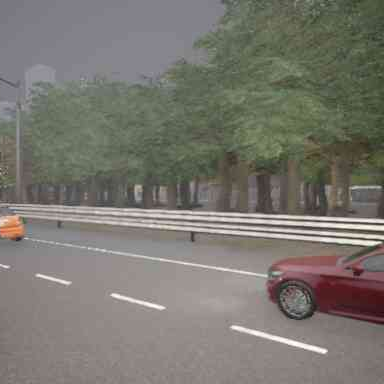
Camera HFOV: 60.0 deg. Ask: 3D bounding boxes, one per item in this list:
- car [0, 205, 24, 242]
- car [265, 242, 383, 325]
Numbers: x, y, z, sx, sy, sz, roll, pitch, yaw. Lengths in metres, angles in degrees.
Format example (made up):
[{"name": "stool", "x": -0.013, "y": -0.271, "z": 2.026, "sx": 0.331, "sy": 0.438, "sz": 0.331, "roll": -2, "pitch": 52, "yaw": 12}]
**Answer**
[{"name": "car", "x": -9.681, "y": 1.355, "z": 15.099, "sx": 4.553, "sy": 1.767, "sz": 2.097, "roll": 0, "pitch": 0, "yaw": 36}, {"name": "car", "x": 3.574, "y": 1.527, "z": 5.620, "sx": 4.674, "sy": 1.442, "sz": 1.812, "roll": 0, "pitch": 0, "yaw": 36}]
